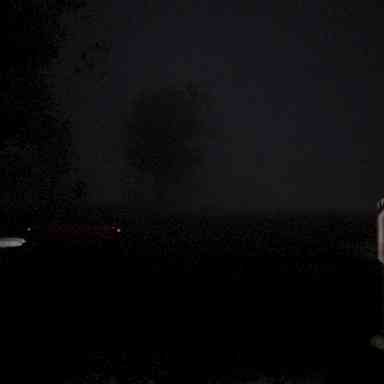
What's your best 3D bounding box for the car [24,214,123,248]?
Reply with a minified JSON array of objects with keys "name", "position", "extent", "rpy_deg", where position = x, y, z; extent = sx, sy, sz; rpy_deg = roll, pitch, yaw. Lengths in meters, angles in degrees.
[{"name":"car","position":[-5.316,1.689,15.200],"extent":[4.181,1.385,1.994],"rpy_deg":[1,-1,2]}]
